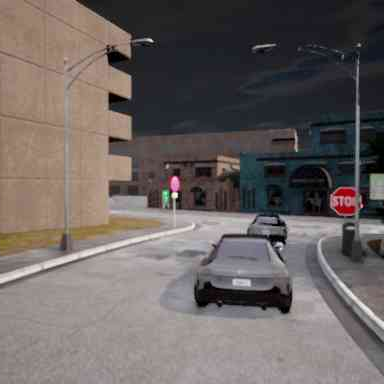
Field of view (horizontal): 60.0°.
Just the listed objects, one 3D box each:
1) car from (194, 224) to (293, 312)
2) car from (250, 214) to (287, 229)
[{"bbox_3d":[1.295,1.706,8.199,1.994,1.385,4.181,0,-1,11],"label":"car"},{"bbox_3d":[4.142,1.915,18.191,1.994,1.385,4.181,1,-1,16],"label":"car"}]
